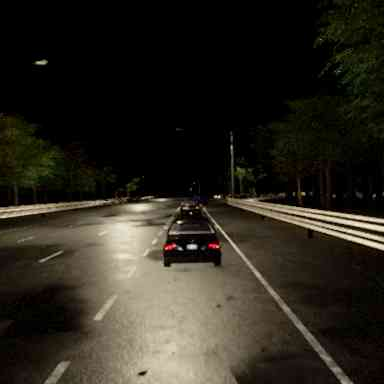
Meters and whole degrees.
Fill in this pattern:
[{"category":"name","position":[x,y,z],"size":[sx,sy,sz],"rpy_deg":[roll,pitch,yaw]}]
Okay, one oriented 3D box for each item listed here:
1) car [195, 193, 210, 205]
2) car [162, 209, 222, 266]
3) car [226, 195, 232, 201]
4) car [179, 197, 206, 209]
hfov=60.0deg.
[{"category":"car","position":[1.862,1.284,60.254],"size":[2.150,2.045,5.566],"rpy_deg":[-2,0,12]},{"category":"car","position":[-0.012,1.569,11.702],"size":[2.033,1.411,5.357],"rpy_deg":[-1,0,0]},{"category":"car","position":[9.978,1.411,82.412],"size":[1.812,1.442,4.674],"rpy_deg":[-2,0,28]},{"category":"car","position":[-0.103,1.549,29.954],"size":[2.128,1.511,4.902],"rpy_deg":[-1,0,0]}]
